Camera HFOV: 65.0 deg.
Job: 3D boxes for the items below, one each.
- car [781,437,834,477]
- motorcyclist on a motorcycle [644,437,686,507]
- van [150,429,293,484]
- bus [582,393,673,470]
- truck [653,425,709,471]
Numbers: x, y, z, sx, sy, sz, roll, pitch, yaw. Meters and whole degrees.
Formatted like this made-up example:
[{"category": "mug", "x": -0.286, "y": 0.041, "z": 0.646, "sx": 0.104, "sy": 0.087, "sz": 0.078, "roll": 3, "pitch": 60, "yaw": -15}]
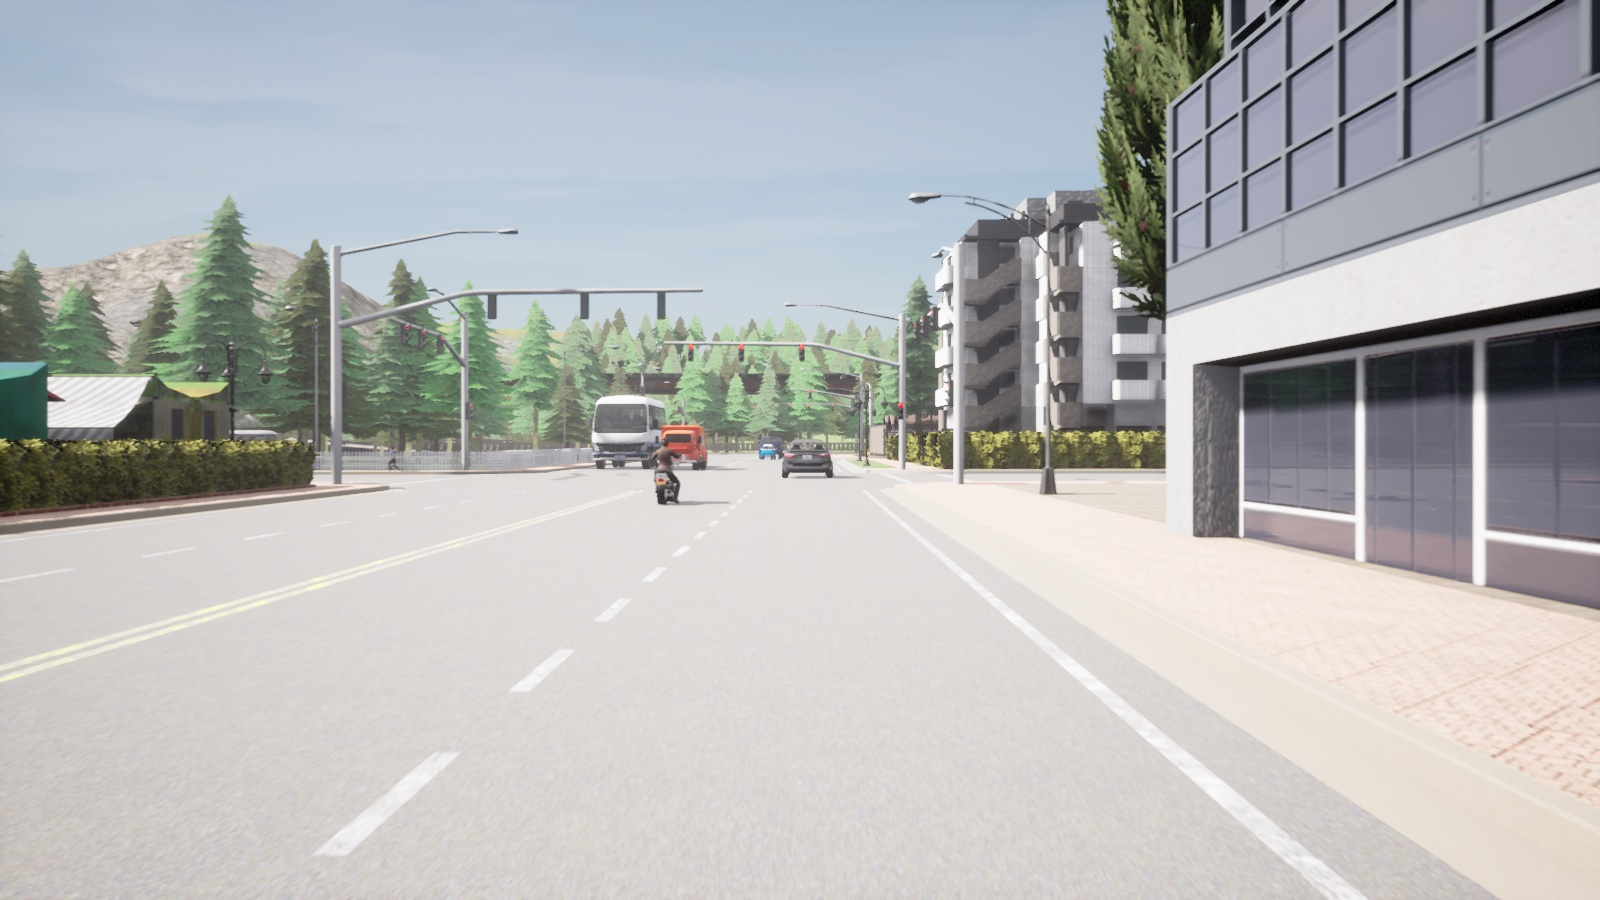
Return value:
[{"category": "car", "x": 0.329, "y": 0.280, "z": 55.206, "sx": 2.242, "sy": 1.667, "sz": 4.611, "roll": 0, "pitch": 0, "yaw": 0}, {"category": "motorcyclist on a motorcycle", "x": -3.309, "y": 0.520, "z": 30.929, "sx": 0.766, "sy": 1.649, "sz": 2.350, "roll": 0, "pitch": 0, "yaw": 0}, {"category": "van", "x": -21.172, "y": 0.222, "z": 46.080, "sx": 4.442, "sy": 1.987, "sz": 1.775, "roll": 0, "pitch": 0, "yaw": -1}, {"category": "bus", "x": -10.060, "y": -1.058, "z": 74.564, "sx": 3.944, "sy": 4.253, "sz": 10.273, "roll": 0, "pitch": 0, "yaw": 0}, {"category": "truck", "x": -6.586, "y": -0.139, "z": 70.041, "sx": 2.627, "sy": 2.467, "sz": 5.204, "roll": 0, "pitch": 0, "yaw": 0}]
